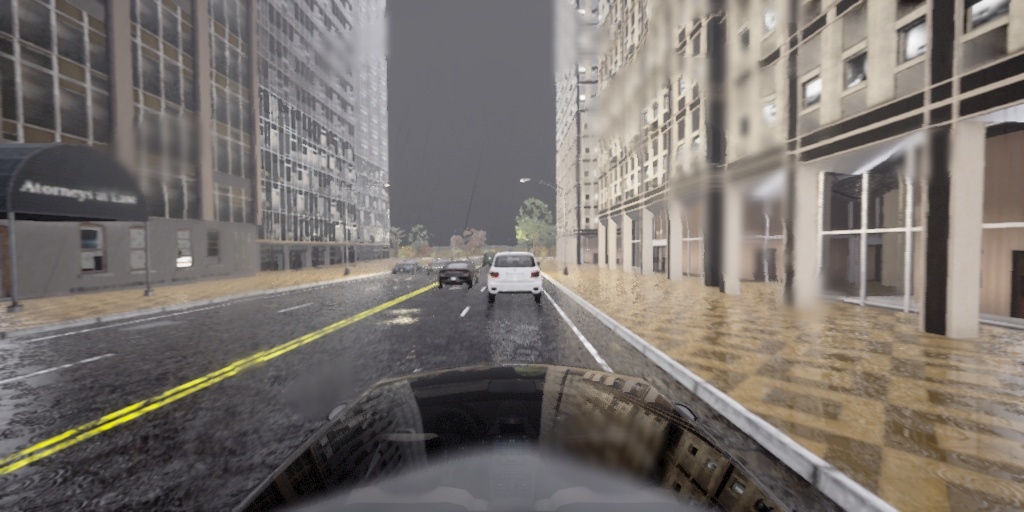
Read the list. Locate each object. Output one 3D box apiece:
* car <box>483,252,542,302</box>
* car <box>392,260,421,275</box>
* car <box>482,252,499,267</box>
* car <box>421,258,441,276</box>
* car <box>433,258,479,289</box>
[{"bbox_3d":[0.120,0.823,16.180,2.150,2.045,5.566,0,1,0],"label":"car"},{"bbox_3d":[-9.773,1.038,33.775,1.994,1.385,4.181,0,1,0],"label":"car"},{"bbox_3d":[-3.047,0.444,52.456,2.150,2.045,5.566,0,0,0],"label":"car"},{"bbox_3d":[-6.527,0.953,33.125,2.128,1.511,4.902,0,0,0],"label":"car"},{"bbox_3d":[-3.113,1.040,21.597,1.882,1.535,5.008,0,0,0],"label":"car"}]
